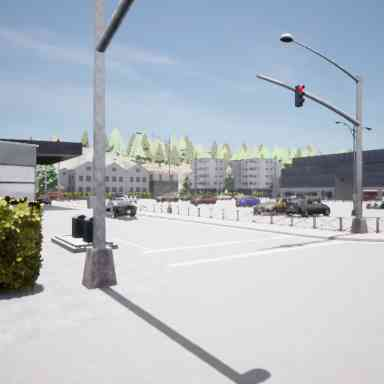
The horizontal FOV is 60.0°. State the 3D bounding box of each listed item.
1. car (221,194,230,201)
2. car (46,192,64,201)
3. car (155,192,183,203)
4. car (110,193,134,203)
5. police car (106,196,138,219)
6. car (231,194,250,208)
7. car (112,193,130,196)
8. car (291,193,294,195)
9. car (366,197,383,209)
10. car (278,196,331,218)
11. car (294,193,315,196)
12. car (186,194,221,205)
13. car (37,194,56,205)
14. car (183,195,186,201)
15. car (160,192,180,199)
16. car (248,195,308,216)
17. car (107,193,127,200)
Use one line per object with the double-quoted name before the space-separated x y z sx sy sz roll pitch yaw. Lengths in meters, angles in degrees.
"car" 7.406 1.232 76.314 3.806 1.475 1.970 0 0 -35
"car" -32.341 1.034 76.171 5.566 2.045 2.150 0 0 -35
"car" -4.698 1.097 63.853 4.605 1.855 1.932 0 0 -35
"car" -13.030 1.077 62.039 3.866 1.878 1.905 0 0 -35
"police car" -6.652 1.425 29.438 1.930 1.638 5.238 0 0 -35
"car" 7.546 1.320 45.021 3.633 1.501 1.845 0 0 -35
"car" -11.626 1.361 58.964 3.806 1.475 1.970 0 0 -35
"car" 18.678 1.077 60.753 3.866 1.878 1.905 0 0 -35
"car" 23.426 1.384 41.489 3.806 1.475 1.970 0 0 -35
"car" 9.883 1.340 28.375 4.514 1.523 2.007 0 0 -35
"car" 20.681 1.097 58.608 4.605 1.855 1.932 0 0 -35
"car" 1.855 1.298 53.236 4.514 1.523 2.007 0 0 -35
"car" -25.230 1.491 56.513 2.128 1.511 4.902 0 0 -35
"car" -0.470 1.298 75.277 4.514 1.523 2.007 0 0 -35
"car" -6.234 1.024 94.315 5.566 2.045 2.150 0 0 -35
"car" 8.043 1.330 30.916 5.027 1.636 2.152 0 0 -35
"car" -19.304 1.164 85.232 4.553 1.767 2.097 0 0 -35
